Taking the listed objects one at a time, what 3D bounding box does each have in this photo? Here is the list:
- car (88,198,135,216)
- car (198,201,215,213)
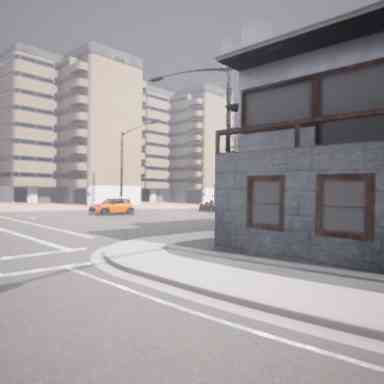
[{"bbox_3d":[-8.003,1.411,33.203,2.097,1.767,4.553,1,0,43],"label":"car"},{"bbox_3d":[2.936,1.933,44.783,1.882,1.535,5.008,1,-1,43],"label":"car"}]
